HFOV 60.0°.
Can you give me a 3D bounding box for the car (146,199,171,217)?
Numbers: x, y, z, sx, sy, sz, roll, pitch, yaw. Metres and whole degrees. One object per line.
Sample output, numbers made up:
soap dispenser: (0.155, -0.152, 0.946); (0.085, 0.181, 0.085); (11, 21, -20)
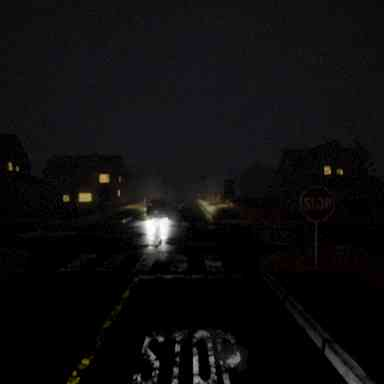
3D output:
car: (-2.916, 1.371, 29.586); (2.128, 1.511, 4.902); (0, 0, 0)
